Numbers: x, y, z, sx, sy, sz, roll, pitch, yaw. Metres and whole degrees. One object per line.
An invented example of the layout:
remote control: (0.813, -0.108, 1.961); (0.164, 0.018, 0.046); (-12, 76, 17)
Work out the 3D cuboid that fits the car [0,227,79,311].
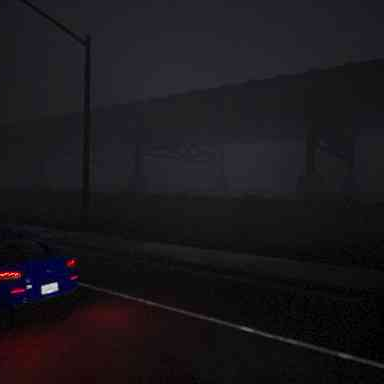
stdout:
car: (-4.326, 1.475, 7.085); (4.674, 1.442, 1.812); (1, 0, 36)
